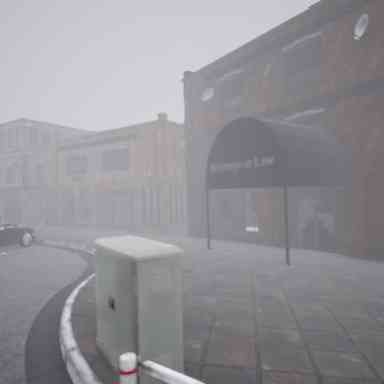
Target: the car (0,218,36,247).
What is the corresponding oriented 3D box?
[{"bbox_3d":[-8.932,1.777,14.337,2.231,1.521,4.892,-1,-1,14],"label":"car"}]
